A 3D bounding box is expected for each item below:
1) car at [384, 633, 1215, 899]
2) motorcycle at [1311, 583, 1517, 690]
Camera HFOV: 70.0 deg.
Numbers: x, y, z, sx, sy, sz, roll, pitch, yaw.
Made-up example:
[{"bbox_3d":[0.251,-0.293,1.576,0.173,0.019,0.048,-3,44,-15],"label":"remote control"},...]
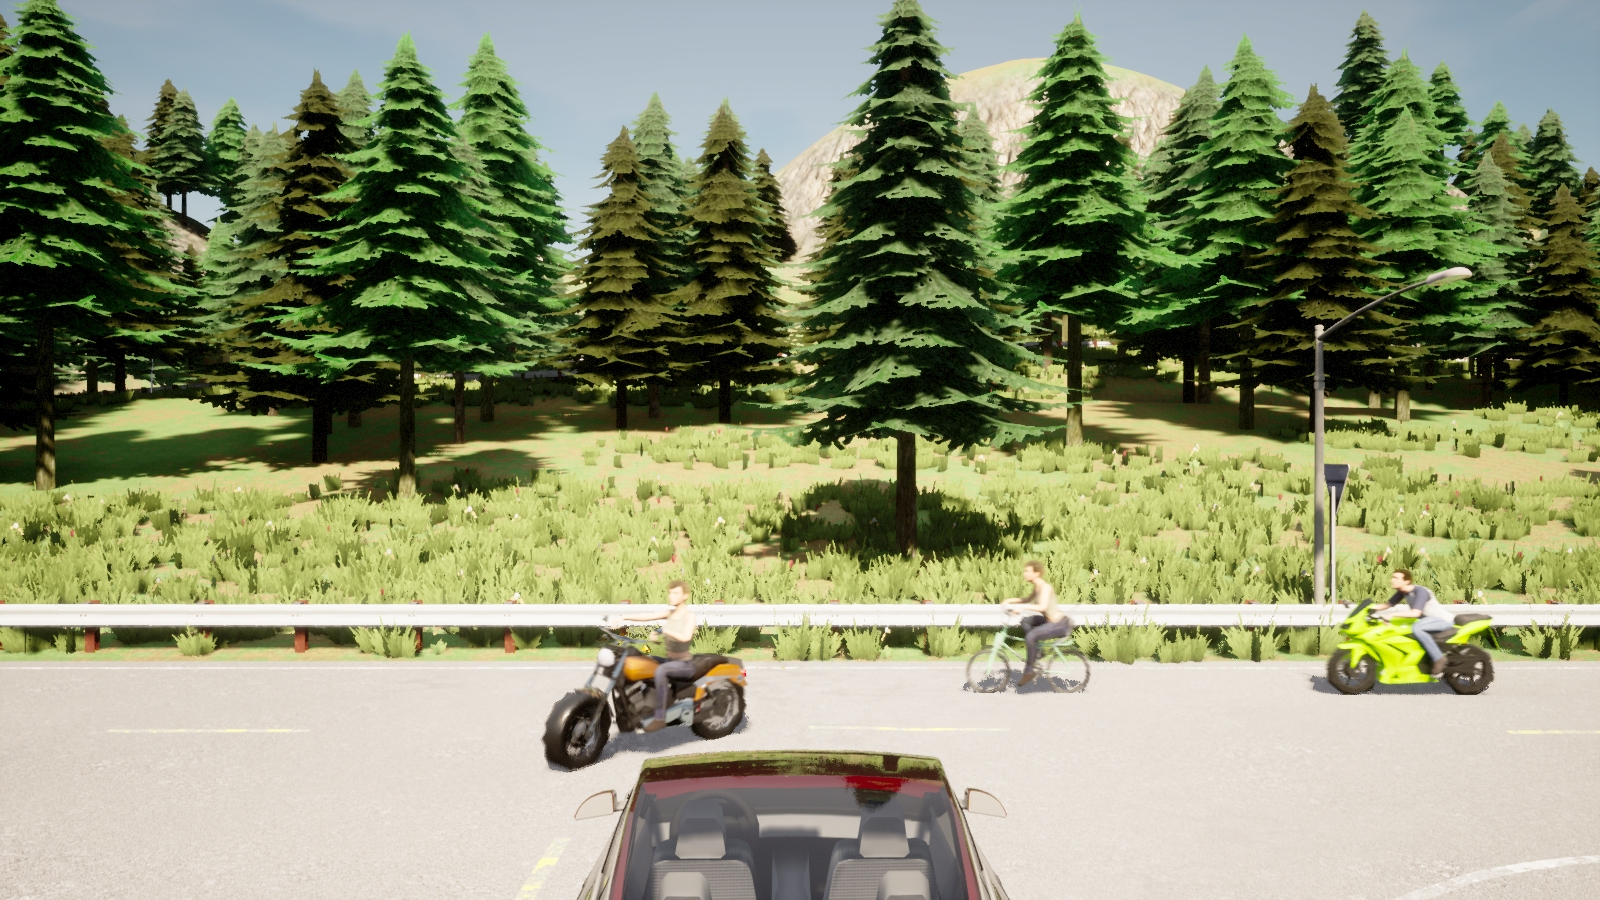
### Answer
[{"bbox_3d":[-0.034,1.936,5.154,2.163,1.488,4.792,0,-1,-1],"label":"car"},{"bbox_3d":[7.293,2.213,13.642,2.033,1.145,0.803,0,0,0],"label":"motorcycle"}]
